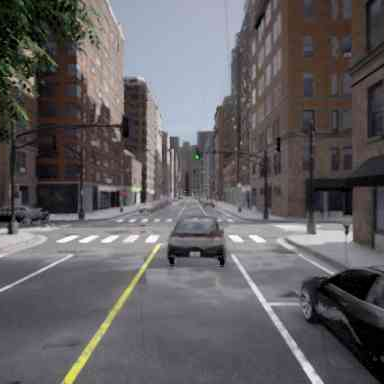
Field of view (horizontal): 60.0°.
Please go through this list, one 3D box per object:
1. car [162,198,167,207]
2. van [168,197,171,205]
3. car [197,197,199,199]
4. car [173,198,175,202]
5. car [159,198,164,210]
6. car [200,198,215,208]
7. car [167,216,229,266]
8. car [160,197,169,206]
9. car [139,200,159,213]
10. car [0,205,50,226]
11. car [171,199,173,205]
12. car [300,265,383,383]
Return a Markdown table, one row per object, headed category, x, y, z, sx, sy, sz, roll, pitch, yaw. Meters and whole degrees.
| category | x | y | z | sx | sy | sz | roll | pitch | yaw |
| --- | --- | --- | --- | --- | --- | --- | --- | --- | --- |
| car | -5.592 | 2.009 | 53.304 | 1.887 | 1.381 | 4.507 | 0 | -1 | 0 |
| van | -5.577 | 1.907 | 64.207 | 1.690 | 1.788 | 3.998 | 0 | -1 | 0 |
| car | 2.981 | 2.303 | 86.189 | 1.752 | 1.417 | 4.829 | 0 | -1 | 0 |
| car | -5.561 | 1.985 | 75.108 | 2.192 | 1.841 | 5.009 | 0 | -1 | 0 |
| car | -5.600 | 1.966 | 47.853 | 2.008 | 1.369 | 4.403 | 0 | -1 | 0 |
| car | 2.940 | 1.954 | 58.779 | 1.967 | 1.590 | 4.097 | 0 | -1 | 0 |
| car | 0.291 | 1.598 | 12.010 | 2.128 | 1.511 | 4.902 | 0 | -1 | 5 |
| car | -5.584 | 2.059 | 58.754 | 1.887 | 1.381 | 4.507 | 0 | -1 | 0 |
| car | -5.608 | 1.890 | 42.233 | 1.752 | 1.417 | 4.829 | 0 | -1 | 0 |
| car | -13.173 | 1.691 | 24.681 | 4.902 | 1.511 | 2.128 | 0 | -1 | 1 |
| car | -5.568 | 2.168 | 69.655 | 2.008 | 1.369 | 4.403 | 0 | -1 | 0 |
| car | 2.861 | 1.606 | 4.403 | 1.947 | 1.339 | 4.313 | 0 | 0 | 0 |
